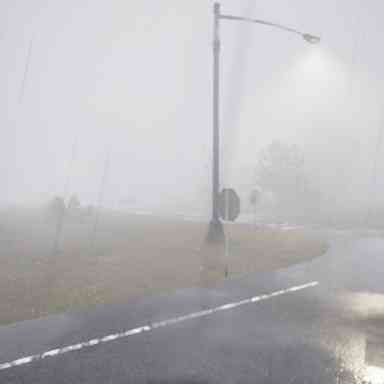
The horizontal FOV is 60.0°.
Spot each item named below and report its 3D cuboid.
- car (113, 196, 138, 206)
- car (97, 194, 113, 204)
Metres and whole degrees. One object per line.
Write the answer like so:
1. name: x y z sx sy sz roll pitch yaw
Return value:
1. car: -10.206 1.389 52.621 2.128 1.511 4.902 0 0 -33
2. car: -15.912 1.231 61.141 2.097 1.767 4.553 0 0 -34
